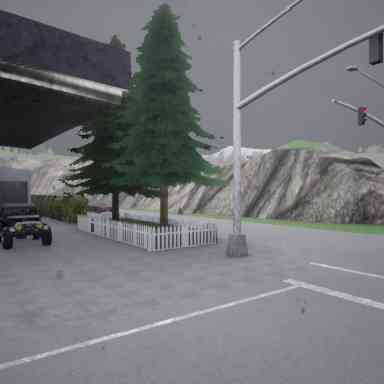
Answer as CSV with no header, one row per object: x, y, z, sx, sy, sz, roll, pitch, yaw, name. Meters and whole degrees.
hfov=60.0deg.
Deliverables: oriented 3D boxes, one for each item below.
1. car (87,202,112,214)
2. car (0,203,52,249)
-10.292,1.792,37.644,1.895,1.301,4.718,0,0,-36,car
-8.062,1.505,15.793,1.905,1.878,3.866,0,0,-37,car
